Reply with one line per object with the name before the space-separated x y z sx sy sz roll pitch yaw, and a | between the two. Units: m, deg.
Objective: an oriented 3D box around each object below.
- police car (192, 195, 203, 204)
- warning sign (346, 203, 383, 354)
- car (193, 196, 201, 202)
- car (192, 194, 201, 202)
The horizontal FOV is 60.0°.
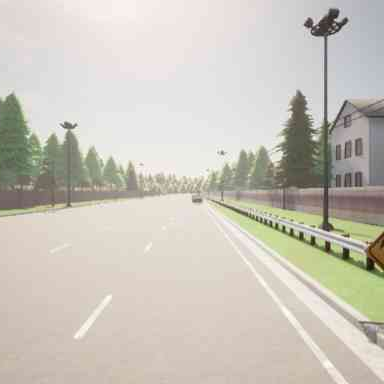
police car | 1.050 1.442 64.762 1.930 1.638 5.238 0 0 0
warning sign | 3.050 1.099 4.652 1.300 1.860 1.060 0 0 0
car | 1.050 1.553 74.652 1.812 1.442 4.674 0 0 0
car | 1.046 1.390 80.620 2.097 1.767 4.553 0 0 0
